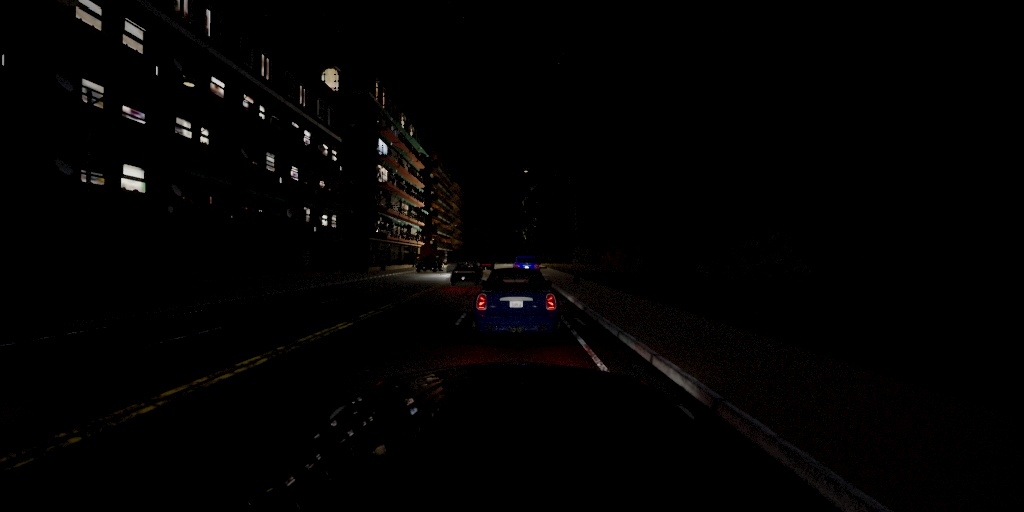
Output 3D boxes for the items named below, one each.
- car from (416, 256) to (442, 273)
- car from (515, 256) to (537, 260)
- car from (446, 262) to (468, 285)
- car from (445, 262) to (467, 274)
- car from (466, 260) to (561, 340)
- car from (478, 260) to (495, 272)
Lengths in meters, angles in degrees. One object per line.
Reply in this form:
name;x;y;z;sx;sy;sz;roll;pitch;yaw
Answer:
car;-9.830;0.975;42.887;2.150;2.045;5.566;0;0;0
car;1.151;0.979;30.130;2.150;2.045;5.566;0;0;0
car;-3.139;1.243;25.584;2.128;1.511;4.902;0;0;0
car;-6.581;1.354;42.456;1.895;1.301;4.718;0;0;0
car;0.103;1.103;10.177;2.097;1.767;4.553;0;0;0
car;-3.128;1.255;45.113;1.837;1.490;4.892;0;-1;0
